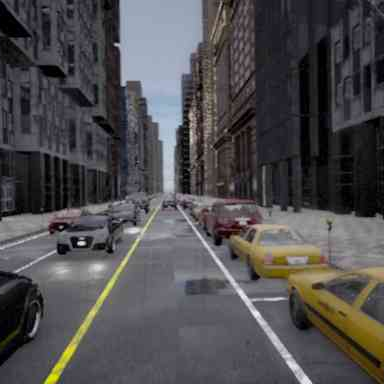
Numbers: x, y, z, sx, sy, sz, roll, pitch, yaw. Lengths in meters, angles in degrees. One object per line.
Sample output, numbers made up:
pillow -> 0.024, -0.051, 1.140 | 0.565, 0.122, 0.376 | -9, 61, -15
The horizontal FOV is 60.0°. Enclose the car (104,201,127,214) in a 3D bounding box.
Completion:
car -> -8.357, 1.669, 36.770 | 1.802, 1.307, 4.206 | -1, 0, -4

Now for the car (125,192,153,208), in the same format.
car -> -5.326, 0.982, 33.048 | 2.150, 2.045, 5.566 | -1, 0, -4

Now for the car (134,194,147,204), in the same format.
car -> -10.797, 1.399, 70.294 | 2.192, 1.841, 5.009 | -1, 0, -4

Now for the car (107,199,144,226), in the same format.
car -> -4.750, 1.549, 24.018 | 1.837, 1.490, 4.892 | -1, 0, -4

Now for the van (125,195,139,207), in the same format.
van -> -9.579, 1.426, 53.532 | 1.690, 1.788, 3.998 | -1, 0, -4

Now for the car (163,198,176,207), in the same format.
car -> -3.603, 1.583, 52.258 | 1.895, 1.301, 4.718 | -1, 0, -4

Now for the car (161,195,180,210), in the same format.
car -> -2.845, 1.488, 41.821 | 1.837, 1.490, 4.892 | -1, 0, -4

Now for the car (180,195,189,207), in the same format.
car -> -0.263, 1.502, 42.991 | 1.947, 1.339, 4.313 | -1, 0, -4

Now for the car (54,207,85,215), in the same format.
car -> -7.140, 1.637, 20.008 | 1.887, 1.381, 4.507 | -1, 0, -4

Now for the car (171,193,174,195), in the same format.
car -> -3.920, 1.254, 93.273 | 2.192, 1.841, 5.009 | -1, 0, -4

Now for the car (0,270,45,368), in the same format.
car -> -3.277, 1.615, 3.658 | 1.994, 1.385, 4.181 | -1, 0, -4

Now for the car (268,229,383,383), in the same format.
car -> 2.564, 1.473, 4.051 | 1.752, 1.417, 4.829 | -1, 0, -4

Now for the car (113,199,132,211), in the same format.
car -> -8.762, 1.668, 42.357 | 1.802, 1.307, 4.206 | -1, 0, -4

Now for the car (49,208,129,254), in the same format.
car -> -4.002, 1.611, 13.654 | 1.994, 1.385, 4.181 | -1, 0, -4

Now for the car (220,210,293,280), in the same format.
car -> 2.159, 1.471, 9.638 | 1.752, 1.417, 4.829 | -1, 0, -4

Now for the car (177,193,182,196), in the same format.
car -> -1.077, 1.375, 54.164 | 1.967, 1.590, 4.097 | -1, 0, -4

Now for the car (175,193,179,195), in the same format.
car -> -1.888, 1.374, 65.338 | 1.967, 1.590, 4.097 | -1, 0, -4

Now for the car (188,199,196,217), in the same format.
car -> 0.941, 1.465, 26.400 | 1.752, 1.417, 4.829 | -1, 0, -4

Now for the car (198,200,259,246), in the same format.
car -> 1.761, 1.259, 15.055 | 2.192, 1.841, 5.009 | -1, 0, -4

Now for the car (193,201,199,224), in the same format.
car -> 1.360, 1.487, 20.643 | 1.887, 1.381, 4.507 | -1, 0, -4

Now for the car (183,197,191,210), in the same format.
car -> 0.548, 1.489, 31.817 | 2.008, 1.369, 4.403 | -1, 0, -4
